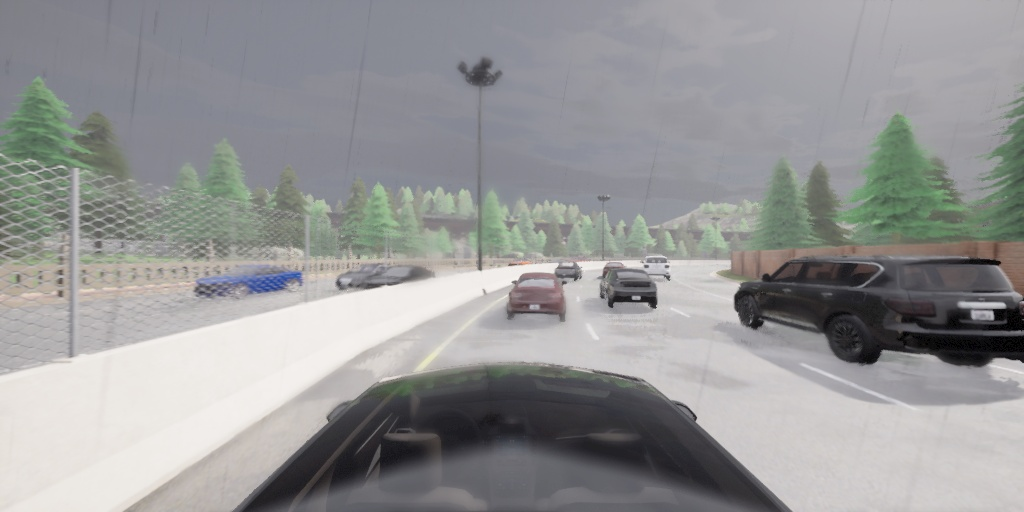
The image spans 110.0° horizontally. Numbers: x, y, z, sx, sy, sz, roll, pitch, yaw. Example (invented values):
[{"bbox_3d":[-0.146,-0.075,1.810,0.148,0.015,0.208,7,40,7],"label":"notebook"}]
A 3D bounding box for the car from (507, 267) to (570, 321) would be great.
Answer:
[{"bbox_3d":[0.924,1.281,12.448,1.812,1.442,4.674,0,0,7],"label":"car"}]

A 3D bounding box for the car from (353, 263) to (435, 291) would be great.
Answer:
[{"bbox_3d":[-5.511,1.205,18.062,1.882,1.535,5.008,0,0,10],"label":"car"}]

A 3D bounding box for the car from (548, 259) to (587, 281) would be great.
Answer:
[{"bbox_3d":[4.781,1.266,30.002,2.128,1.511,4.902,0,0,17],"label":"car"}]

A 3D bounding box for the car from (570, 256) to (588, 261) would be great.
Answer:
[{"bbox_3d":[10.602,1.023,58.362,2.150,2.045,5.566,0,0,34],"label":"car"}]

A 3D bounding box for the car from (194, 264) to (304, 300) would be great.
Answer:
[{"bbox_3d":[-12.649,1.174,17.640,1.882,1.535,5.008,0,0,9],"label":"car"}]

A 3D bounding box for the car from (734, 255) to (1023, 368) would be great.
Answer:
[{"bbox_3d":[7.458,1.005,8.188,2.150,2.045,5.566,0,0,5],"label":"car"}]

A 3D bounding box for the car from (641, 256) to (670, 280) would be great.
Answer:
[{"bbox_3d":[12.826,1.032,31.986,2.150,2.045,5.566,0,0,20],"label":"car"}]

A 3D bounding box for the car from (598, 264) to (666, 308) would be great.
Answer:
[{"bbox_3d":[4.871,1.278,15.407,1.837,1.490,4.892,0,0,9],"label":"car"}]

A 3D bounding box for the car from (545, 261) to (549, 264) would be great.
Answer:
[{"bbox_3d":[7.188,1.267,59.526,1.882,1.535,5.008,0,0,34],"label":"car"}]

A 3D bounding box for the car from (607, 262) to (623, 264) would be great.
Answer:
[{"bbox_3d":[9.450,1.273,32.858,1.882,1.535,5.008,0,0,20],"label":"car"}]

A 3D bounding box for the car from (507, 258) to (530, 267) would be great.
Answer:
[{"bbox_3d":[1.087,1.114,56.276,2.097,1.767,4.553,0,0,30],"label":"car"}]

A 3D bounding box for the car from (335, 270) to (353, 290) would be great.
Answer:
[{"bbox_3d":[-8.412,1.207,21.526,2.128,1.511,4.902,0,0,12],"label":"car"}]
